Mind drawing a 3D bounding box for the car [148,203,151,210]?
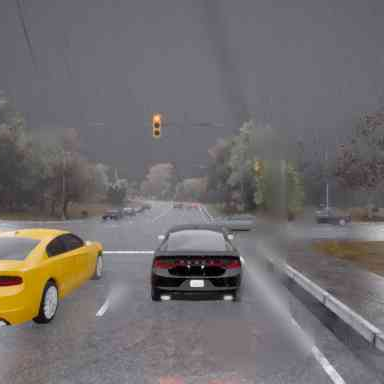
[{"bbox_3d":[-10.339,3.231,75.322,2.033,1.411,5.357,0,0,0],"label":"car"}]

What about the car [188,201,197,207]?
[{"bbox_3d":[0.084,3.162,86.333,2.033,1.411,5.357,0,0,-3],"label":"car"}]

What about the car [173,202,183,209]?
[{"bbox_3d":[-3.336,3.184,76.688,1.837,1.490,4.892,0,0,0],"label":"car"}]

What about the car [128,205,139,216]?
[{"bbox_3d":[-10.467,3.212,54.636,1.812,1.442,4.674,0,-1,0],"label":"car"}]

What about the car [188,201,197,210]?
[{"bbox_3d":[0.165,3.043,76.175,2.097,1.767,4.553,0,0,0],"label":"car"}]

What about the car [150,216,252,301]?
[{"bbox_3d":[0.102,1.566,8.544,1.882,1.535,5.008,0,-1,0],"label":"car"}]

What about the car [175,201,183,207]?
[{"bbox_3d":[-3.432,3.167,86.756,1.994,1.385,4.181,0,0,-3],"label":"car"}]

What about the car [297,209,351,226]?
[{"bbox_3d":[12.463,2.439,31.572,4.892,1.490,1.837,0,-2,0],"label":"car"}]

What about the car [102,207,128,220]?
[{"bbox_3d":[-10.515,3.002,44.766,2.033,1.411,5.357,0,-2,1],"label":"car"}]

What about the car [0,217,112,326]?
[{"bbox_3d":[-3.405,1.543,7.302,1.882,1.535,5.008,0,-1,0],"label":"car"}]

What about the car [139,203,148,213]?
[{"bbox_3d":[-10.402,3.247,64.741,2.128,1.511,4.902,0,0,1],"label":"car"}]

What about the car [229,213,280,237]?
[{"bbox_3d":[3.335,2.038,20.831,4.181,1.385,1.994,0,-2,1],"label":"car"}]
